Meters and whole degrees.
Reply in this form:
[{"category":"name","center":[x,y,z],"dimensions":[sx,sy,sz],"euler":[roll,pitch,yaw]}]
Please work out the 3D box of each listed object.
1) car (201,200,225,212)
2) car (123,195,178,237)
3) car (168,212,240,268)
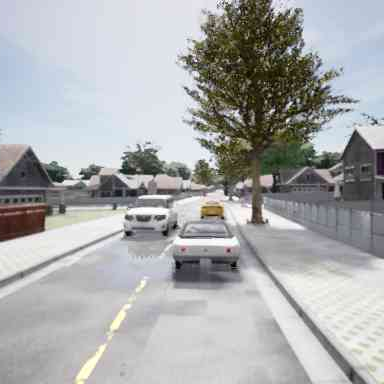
[{"category":"car","center":[1.775,1.416,28.555],"dimensions":[1.882,1.535,5.008],"euler":[0,0,5]},{"category":"car","center":[-2.063,1.186,18.135],"dimensions":[2.150,2.045,5.566],"euler":[0,0,4]},{"category":"car","center":[0.463,1.579,11.177],"dimensions":[1.895,1.301,4.718],"euler":[0,0,2]}]
